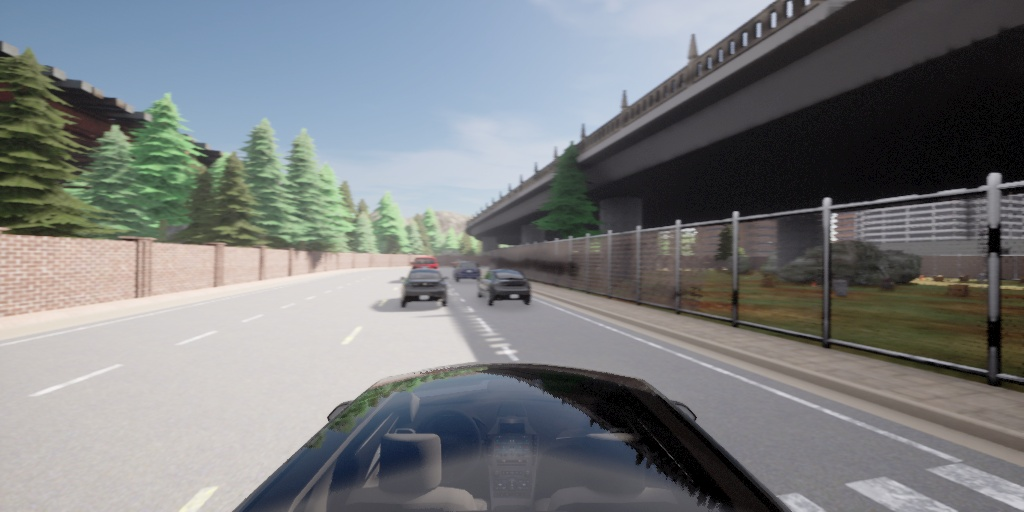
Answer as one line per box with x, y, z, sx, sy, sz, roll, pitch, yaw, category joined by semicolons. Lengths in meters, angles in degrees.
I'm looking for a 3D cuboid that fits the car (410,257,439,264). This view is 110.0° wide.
-7.343;1.087;30.206;2.150;2.045;5.566;1;0;-14;car

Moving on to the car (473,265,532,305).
-0.469;1.365;16.720;1.837;1.490;4.892;1;0;-13;car

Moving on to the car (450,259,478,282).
-3.956;1.271;31.089;2.097;1.767;4.553;1;-1;-14;car

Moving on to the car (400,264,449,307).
-3.871;1.315;15.900;1.837;1.490;4.892;1;0;-13;car
